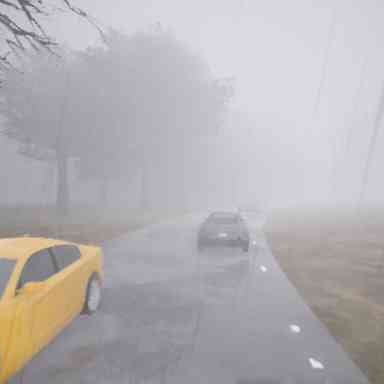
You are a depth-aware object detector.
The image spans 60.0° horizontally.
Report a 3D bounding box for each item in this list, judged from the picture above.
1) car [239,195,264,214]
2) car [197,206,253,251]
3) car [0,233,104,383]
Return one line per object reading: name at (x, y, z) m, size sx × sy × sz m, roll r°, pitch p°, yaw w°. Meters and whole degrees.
car at (5.632, 1.291, 31.425) m, size 2.033 × 1.411 × 5.357 m, roll 0°, pitch 1°, yaw 19°
car at (1.393, 1.507, 13.979) m, size 1.994 × 1.385 × 4.181 m, roll 0°, pitch 0°, yaw 9°
car at (-2.798, 1.461, 4.701) m, size 1.882 × 1.535 × 5.008 m, roll 0°, pitch 0°, yaw 3°
